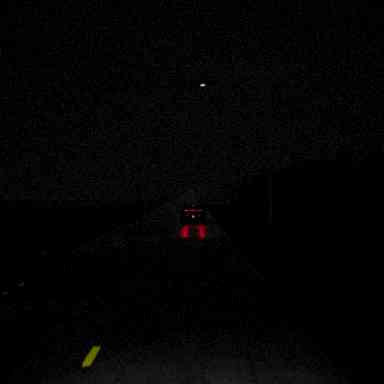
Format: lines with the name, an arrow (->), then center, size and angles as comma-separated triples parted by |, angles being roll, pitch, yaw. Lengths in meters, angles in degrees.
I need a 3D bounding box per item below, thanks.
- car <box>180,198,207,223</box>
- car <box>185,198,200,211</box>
car -> 0.098, 1.484, 25.550 | 2.128, 1.511, 4.902 | 0, 0, 0
car -> 0.096, 1.507, 41.669 | 1.812, 1.442, 4.674 | 0, 0, 0
